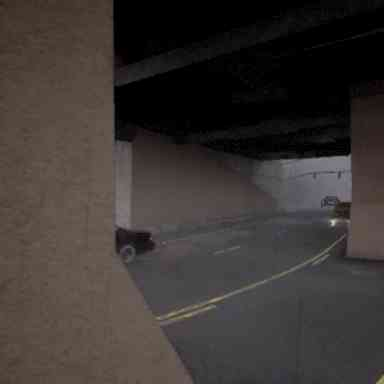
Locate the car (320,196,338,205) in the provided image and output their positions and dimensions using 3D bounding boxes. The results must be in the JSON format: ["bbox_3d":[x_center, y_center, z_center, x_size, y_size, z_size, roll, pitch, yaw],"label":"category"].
[{"bbox_3d":[18.424,1.220,44.280,2.097,1.767,4.553,-1,-1,32],"label":"car"}]

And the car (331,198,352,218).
[{"bbox_3d":[14.695,1.648,31.665,1.882,1.535,5.008,-1,-1,32],"label":"car"}]

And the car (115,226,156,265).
[{"bbox_3d":[-3.646,1.662,10.390,2.033,1.411,5.357,-1,-1,45],"label":"car"}]
